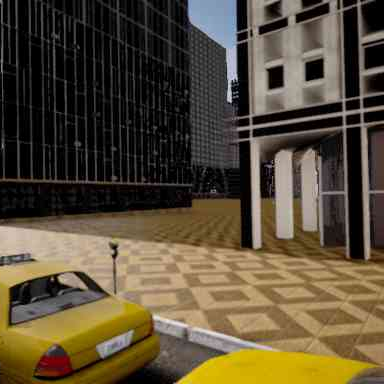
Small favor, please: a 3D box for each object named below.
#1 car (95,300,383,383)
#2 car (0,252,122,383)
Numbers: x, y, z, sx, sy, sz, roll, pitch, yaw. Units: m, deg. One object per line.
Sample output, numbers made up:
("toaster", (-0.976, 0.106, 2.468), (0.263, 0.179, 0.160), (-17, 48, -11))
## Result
("car", (1.822, 1.520, 1.590), (4.829, 1.417, 1.752), (-1, -1, 36))
("car", (-2.675, 1.564, 4.796), (4.829, 1.417, 1.752), (-1, -1, 36))
